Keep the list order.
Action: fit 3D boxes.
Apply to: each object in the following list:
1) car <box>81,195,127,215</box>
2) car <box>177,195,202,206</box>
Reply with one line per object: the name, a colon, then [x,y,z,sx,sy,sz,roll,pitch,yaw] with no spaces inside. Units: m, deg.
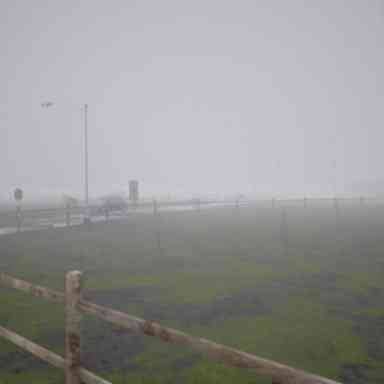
car: [-8.137,1.126,31.095,2.097,1.767,4.553,0,1,27]
car: [-0.191,1.124,46.080,1.812,1.442,4.674,0,1,30]
